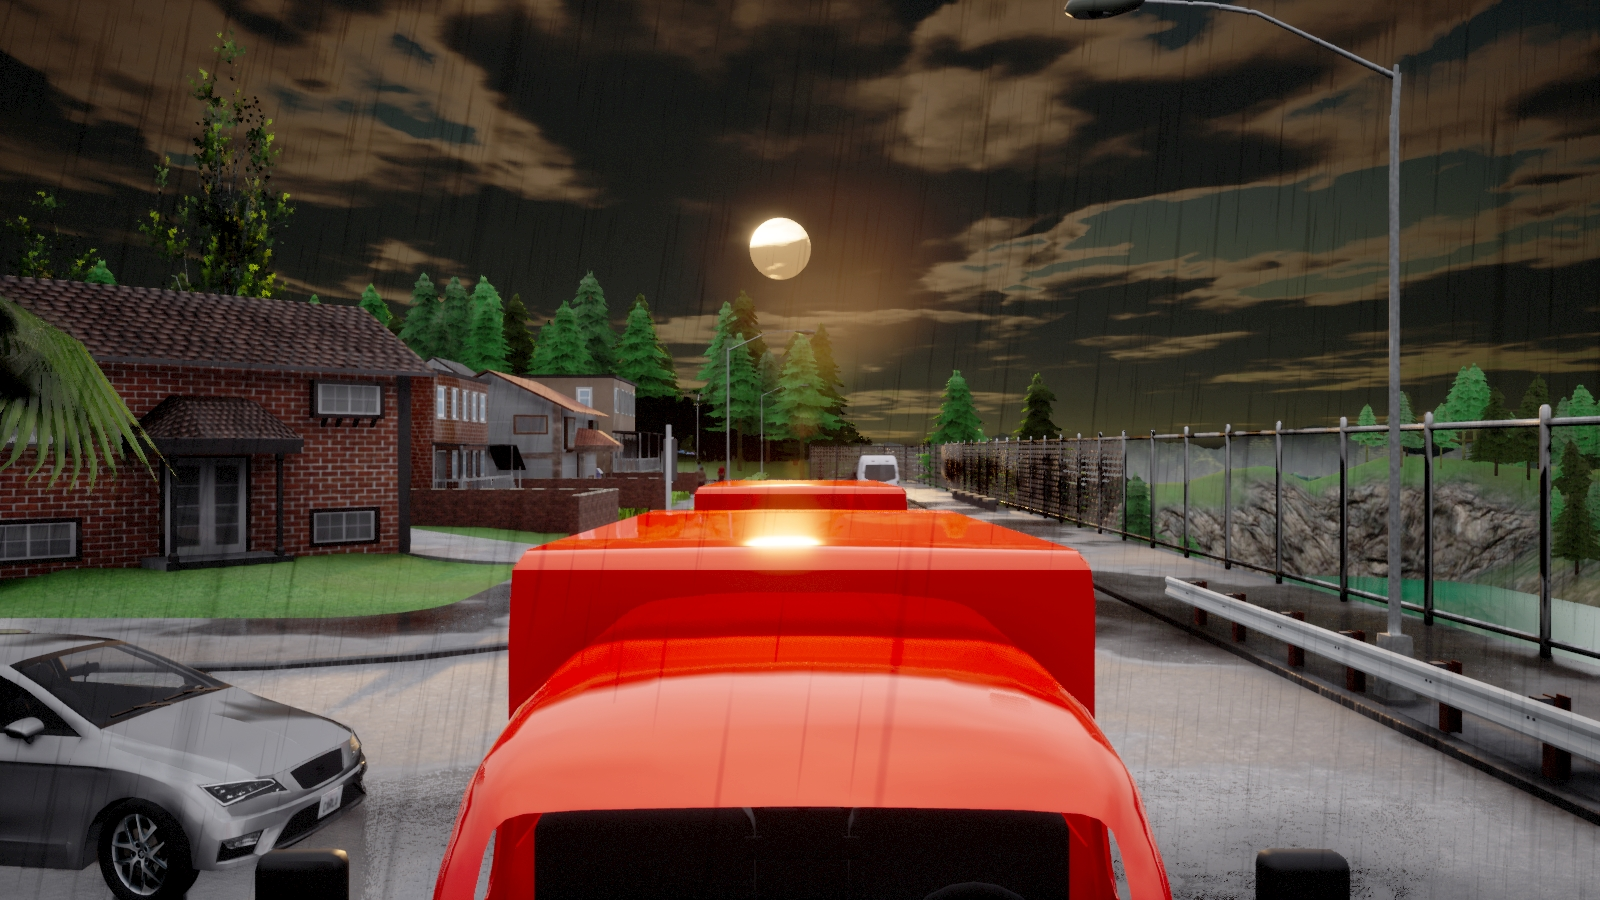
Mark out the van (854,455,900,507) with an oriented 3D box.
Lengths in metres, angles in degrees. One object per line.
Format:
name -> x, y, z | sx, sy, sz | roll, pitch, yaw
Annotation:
van -> 3.992, 1.558, 59.883 | 1.988, 2.561, 5.915 | 0, 0, 0

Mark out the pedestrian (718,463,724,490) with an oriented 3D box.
pedestrian -> -5.292, 1.776, 76.942 | 0.375, 1.860, 0.375 | 0, 0, 0

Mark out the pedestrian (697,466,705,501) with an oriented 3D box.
pedestrian -> -5.294, 1.770, 61.213 | 0.375, 1.860, 0.375 | 0, 0, 0

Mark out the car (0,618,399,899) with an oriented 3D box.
car -> -5.218, 2.069, 7.982 | 4.193, 1.474, 1.816 | 0, 0, 8

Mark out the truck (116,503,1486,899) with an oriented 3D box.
truck -> 0.003, 1.571, 4.792 | 2.627, 2.467, 5.204 | 0, 0, 0
